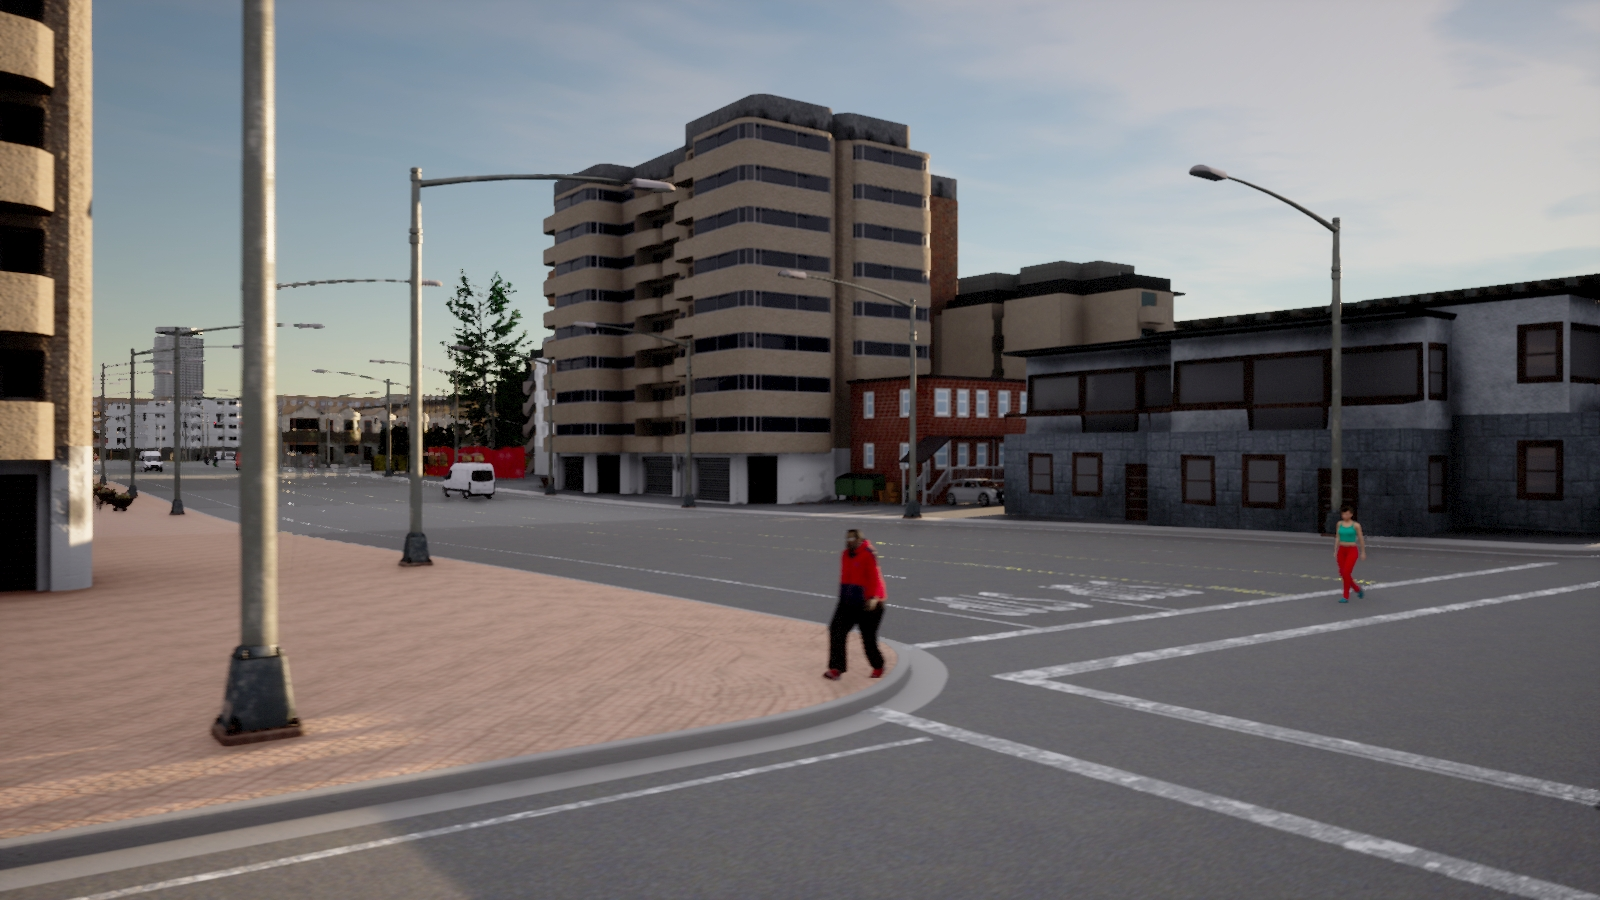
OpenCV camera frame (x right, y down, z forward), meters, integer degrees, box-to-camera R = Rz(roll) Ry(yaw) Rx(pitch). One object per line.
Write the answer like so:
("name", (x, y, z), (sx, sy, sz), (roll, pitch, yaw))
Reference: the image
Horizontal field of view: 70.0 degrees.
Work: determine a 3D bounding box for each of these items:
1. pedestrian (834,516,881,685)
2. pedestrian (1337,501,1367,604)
("pedestrian", (0.656, 1.699, 13.026), (0.375, 1.860, 0.375), (0, 0, 44))
("pedestrian", (10.221, 1.885, 21.158), (0.375, 1.860, 0.375), (0, 0, -35))
